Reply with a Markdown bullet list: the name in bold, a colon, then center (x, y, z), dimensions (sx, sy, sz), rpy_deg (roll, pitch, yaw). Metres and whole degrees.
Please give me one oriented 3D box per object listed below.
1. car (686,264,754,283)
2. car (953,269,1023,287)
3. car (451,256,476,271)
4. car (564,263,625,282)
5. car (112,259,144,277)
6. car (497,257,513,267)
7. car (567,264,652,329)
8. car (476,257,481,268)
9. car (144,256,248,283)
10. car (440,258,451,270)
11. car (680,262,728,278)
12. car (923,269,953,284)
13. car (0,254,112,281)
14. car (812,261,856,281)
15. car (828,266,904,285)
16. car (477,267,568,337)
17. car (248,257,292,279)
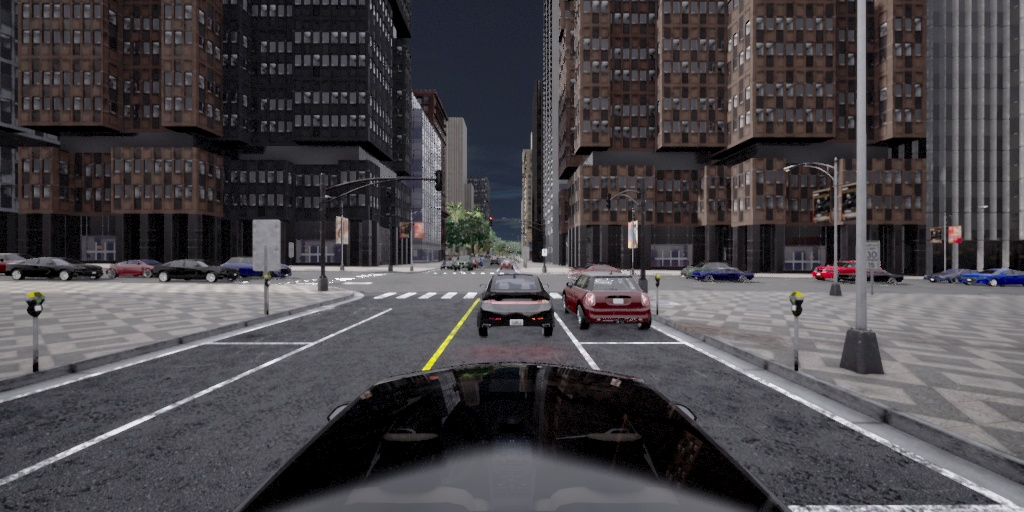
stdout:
- **car**: center (18.287, 1.635, 31.345), dimensions (4.718, 1.301, 1.895), rpy_deg (1, 0, -1)
- **car**: center (42.687, 1.868, 31.514), dimensions (5.008, 1.535, 1.882), rpy_deg (1, 0, 0)
- **car**: center (-6.584, 0.966, 49.380), dimensions (2.150, 2.045, 5.566), rpy_deg (0, 0, 0)
- **car**: center (6.979, 1.397, 30.371), dimensions (4.674, 1.442, 1.812), rpy_deg (1, 0, -13)
- **car**: center (-28.205, 0.941, 27.482), dimensions (4.181, 1.385, 1.994), rpy_deg (1, 0, -1)
- **car**: center (-0.756, 1.190, 52.560), dimensions (1.967, 1.591, 4.097), rpy_deg (0, 0, -1)
- **car**: center (2.735, 1.188, 11.178), dimensions (1.967, 1.591, 4.097), rpy_deg (0, 0, 0)
- **car**: center (-6.665, 1.242, 59.370), dimensions (1.882, 1.535, 5.008), rpy_deg (0, 0, 0)
- **car**: center (-21.271, 0.957, 24.297), dimensions (5.008, 1.535, 1.882), rpy_deg (1, 0, -1)
- **car**: center (-9.280, 1.316, 52.482), dimensions (1.948, 1.339, 4.313), rpy_deg (0, 0, -1)
- **car**: center (18.767, 1.389, 34.598), dimensions (4.553, 1.767, 2.097), rpy_deg (1, 0, -1)
- **car**: center (43.438, 1.945, 34.765), dimensions (5.357, 1.411, 2.033), rpy_deg (1, 0, 0)
- **car**: center (-30.737, 0.823, 24.216), dimensions (5.008, 1.535, 1.882), rpy_deg (1, 0, 0)
- **car**: center (32.420, 1.459, 34.709), dimensions (5.566, 2.045, 2.150), rpy_deg (1, 0, -1)
- **car**: center (31.101, 1.821, 31.452), dimensions (4.718, 1.301, 1.895), rpy_deg (1, 0, -1)
- **car**: center (0.077, 1.240, 10.292), dimensions (2.128, 1.511, 4.902), rpy_deg (0, 0, -1)
- **car**: center (-19.561, 0.851, 27.562), dimensions (4.553, 1.767, 2.097), rpy_deg (1, 0, 0)
